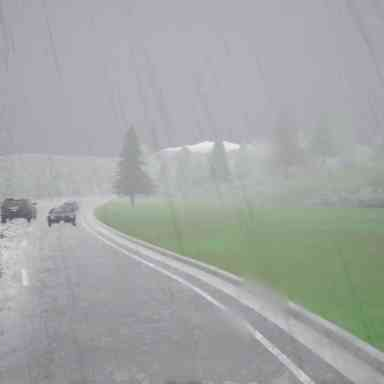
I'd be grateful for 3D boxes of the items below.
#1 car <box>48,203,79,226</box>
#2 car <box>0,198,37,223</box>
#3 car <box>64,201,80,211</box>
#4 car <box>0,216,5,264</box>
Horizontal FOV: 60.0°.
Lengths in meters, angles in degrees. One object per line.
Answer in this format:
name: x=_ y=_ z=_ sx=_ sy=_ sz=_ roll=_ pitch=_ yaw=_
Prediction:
car: x=-9.886 y=1.815 z=25.352 sx=1.895 sy=1.301 sz=4.718 roll=-1 pitch=0 yaw=-21
car: x=-14.929 y=1.545 z=28.928 sx=2.150 sy=2.045 sz=5.566 roll=-1 pitch=0 yaw=-19
car: x=-15.312 y=1.824 z=42.074 sx=2.128 sy=1.511 sz=4.902 roll=-1 pitch=0 yaw=-15
car: x=-6.359 y=1.642 z=9.015 sx=1.837 sy=1.490 sz=4.892 roll=-1 pitch=0 yaw=-26
